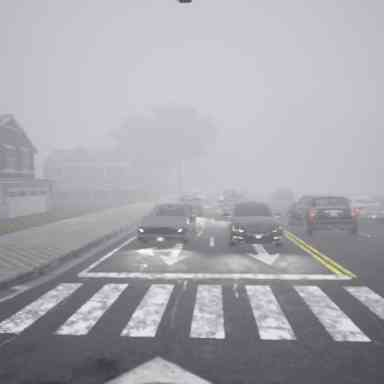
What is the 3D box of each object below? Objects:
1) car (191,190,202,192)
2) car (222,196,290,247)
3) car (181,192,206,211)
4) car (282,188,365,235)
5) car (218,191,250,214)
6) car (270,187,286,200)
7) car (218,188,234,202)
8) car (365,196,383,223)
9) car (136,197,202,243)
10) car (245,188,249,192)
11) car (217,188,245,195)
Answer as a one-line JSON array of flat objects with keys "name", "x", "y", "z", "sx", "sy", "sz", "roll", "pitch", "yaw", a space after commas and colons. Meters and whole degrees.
[{"name": "car", "x": 0.531, "y": 0.569, "z": 36.431, "sx": 1.812, "sy": 1.442, "sz": 4.674, "roll": 0, "pitch": 1, "yaw": 4}, {"name": "car", "x": 2.305, "y": 1.137, "z": 13.176, "sx": 1.837, "sy": 1.490, "sz": 4.892, "roll": 0, "pitch": 1, "yaw": 4}, {"name": "car", "x": -0.245, "y": 0.933, "z": 24.157, "sx": 1.994, "sy": 1.385, "sz": 4.181, "roll": 0, "pitch": 1, "yaw": 4}, {"name": "car", "x": 5.916, "y": 0.888, "z": 15.671, "sx": 2.097, "sy": 1.767, "sz": 4.553, "roll": 0, "pitch": 1, "yaw": 4}, {"name": "car", "x": 2.888, "y": 0.913, "z": 22.408, "sx": 1.812, "sy": 1.442, "sz": 4.674, "roll": 0, "pitch": 1, "yaw": 4}, {"name": "car", "x": 10.707, "y": 0.215, "z": 39.951, "sx": 2.097, "sy": 1.767, "sz": 4.553, "roll": 0, "pitch": 1, "yaw": 4}, {"name": "car", "x": 4.128, "y": 0.365, "z": 41.214, "sx": 1.882, "sy": 1.535, "sz": 5.008, "roll": 0, "pitch": 1, "yaw": 4}, {"name": "car", "x": 9.383, "y": 0.939, "z": 19.206, "sx": 1.812, "sy": 1.442, "sz": 4.674, "roll": 0, "pitch": 1, "yaw": 3}, {"name": "car", "x": -0.877, "y": 1.181, "z": 14.197, "sx": 2.033, "sy": 1.411, "sz": 5.357, "roll": 0, "pitch": 1, "yaw": 5}, {"name": "car", "x": 8.235, "y": 0.011, "z": 53.983, "sx": 2.128, "sy": 1.511, "sz": 4.902, "roll": 0, "pitch": 1, "yaw": 4}, {"name": "car", "x": 3.495, "y": 0.501, "z": 31.370, "sx": 2.097, "sy": 1.767, "sz": 4.553, "roll": 0, "pitch": 1, "yaw": 4}]
